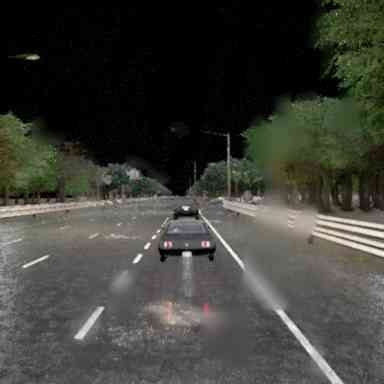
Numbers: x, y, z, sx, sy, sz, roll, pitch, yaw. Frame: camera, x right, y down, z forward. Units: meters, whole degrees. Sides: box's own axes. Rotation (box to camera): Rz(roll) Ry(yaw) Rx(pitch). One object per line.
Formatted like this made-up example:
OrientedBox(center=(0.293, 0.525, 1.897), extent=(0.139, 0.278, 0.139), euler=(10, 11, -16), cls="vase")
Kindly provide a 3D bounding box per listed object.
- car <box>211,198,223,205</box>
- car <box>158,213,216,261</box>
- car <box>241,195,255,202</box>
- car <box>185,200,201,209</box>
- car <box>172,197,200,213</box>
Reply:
OrientedBox(center=(5.808, 2.125, 75.354), extent=(2.128, 1.511, 4.902), euler=(-1, -1, 23), cls="car")
OrientedBox(center=(-0.203, 1.719, 12.808), extent=(1.895, 1.301, 4.718), euler=(-1, -1, -1), cls="car")
OrientedBox(center=(15.553, 1.838, 92.715), extent=(2.150, 2.045, 5.566), euler=(-1, -1, 37), cls="car")
OrientedBox(center=(0.169, 2.051, 54.423), extent=(1.994, 1.385, 4.181), euler=(-1, -1, 8), cls="car")
OrientedBox(center=(-0.527, 1.490, 29.298), extent=(2.150, 2.045, 5.566), euler=(-1, -1, -1), cls="car")
